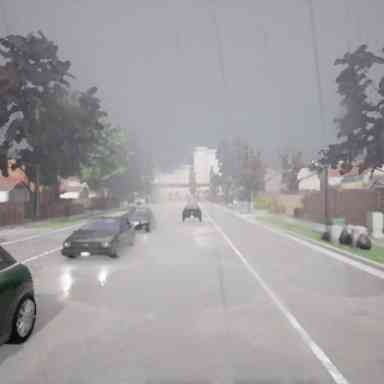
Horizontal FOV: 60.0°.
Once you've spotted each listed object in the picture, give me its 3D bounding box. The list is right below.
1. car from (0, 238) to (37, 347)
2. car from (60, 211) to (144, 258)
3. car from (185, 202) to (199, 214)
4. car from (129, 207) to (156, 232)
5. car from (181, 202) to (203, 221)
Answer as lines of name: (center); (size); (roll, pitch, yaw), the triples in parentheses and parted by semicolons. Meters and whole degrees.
car: (-3.595, 1.403, 3.565); (2.097, 1.767, 4.553); (0, -1, 0)
car: (-3.561, 1.736, 13.831); (2.033, 1.411, 5.357); (0, -1, 1)
car: (0.049, 2.118, 45.485); (1.812, 1.442, 4.674); (0, 0, 1)
car: (-3.499, 1.798, 22.224); (2.128, 1.511, 4.902); (0, -1, 0)
car: (0.012, 1.930, 31.481); (1.837, 1.490, 4.892); (0, -1, 0)
